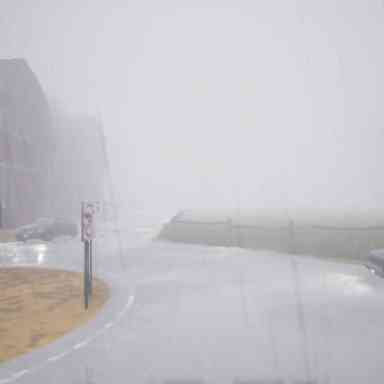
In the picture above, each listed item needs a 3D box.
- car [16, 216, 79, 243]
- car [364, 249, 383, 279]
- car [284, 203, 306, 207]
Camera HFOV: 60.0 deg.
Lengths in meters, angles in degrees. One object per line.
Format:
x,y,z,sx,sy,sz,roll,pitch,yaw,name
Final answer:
-8.832,2.245,20.844,1.812,1.442,4.674,-1,-2,10,car
7.516,1.719,8.505,5.357,1.411,2.033,-1,-2,11,car
26.879,3.666,85.039,4.611,1.667,2.242,-1,-2,4,car
